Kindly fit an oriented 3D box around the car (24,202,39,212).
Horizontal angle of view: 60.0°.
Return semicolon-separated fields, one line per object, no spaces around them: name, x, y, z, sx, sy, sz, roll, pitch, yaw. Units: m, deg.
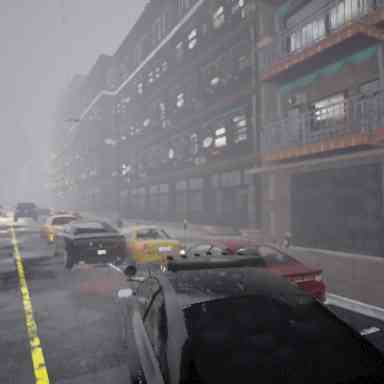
car;-31.615;2.908;65.428;2.192;1.841;5.009;2;-2;-29

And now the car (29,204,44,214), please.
car;-26.184;2.782;55.791;1.967;1.590;4.097;2;-2;-29

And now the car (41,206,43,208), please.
car;-20.796;2.639;46.131;1.887;1.381;4.507;2;-2;-29

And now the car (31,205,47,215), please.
car;-23.494;2.762;50.956;1.887;1.381;4.507;2;-2;-29

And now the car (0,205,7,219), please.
car;-23.880;2.320;40.720;2.097;1.767;4.553;1;-2;-29

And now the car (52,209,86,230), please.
car;-10.002;2.166;26.824;1.887;1.381;4.507;2;-2;-29

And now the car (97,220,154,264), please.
car;-1.990;1.810;12.496;1.752;1.417;4.829;2;-2;-29

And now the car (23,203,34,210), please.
car;-37.016;3.292;75.077;1.967;1.590;4.097;2;-2;-29

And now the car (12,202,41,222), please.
car;-17.839;2.060;35.576;2.150;2.045;5.566;1;-1;-29

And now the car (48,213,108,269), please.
car;-3.998;1.763;12.481;1.882;1.535;5.008;1;-1;-29

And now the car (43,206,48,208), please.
car;-12.701;2.288;31.652;2.008;1.369;4.403;2;-2;-29

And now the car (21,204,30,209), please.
car;-42.415;3.700;84.725;1.802;1.307;4.206;2;-2;-29

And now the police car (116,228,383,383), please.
police car;0.215;1.514;3.820;1.930;1.638;5.238;0;-1;-14

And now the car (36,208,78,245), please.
car;-7.020;1.867;17.887;1.801;1.575;5.366;1;-2;-29
